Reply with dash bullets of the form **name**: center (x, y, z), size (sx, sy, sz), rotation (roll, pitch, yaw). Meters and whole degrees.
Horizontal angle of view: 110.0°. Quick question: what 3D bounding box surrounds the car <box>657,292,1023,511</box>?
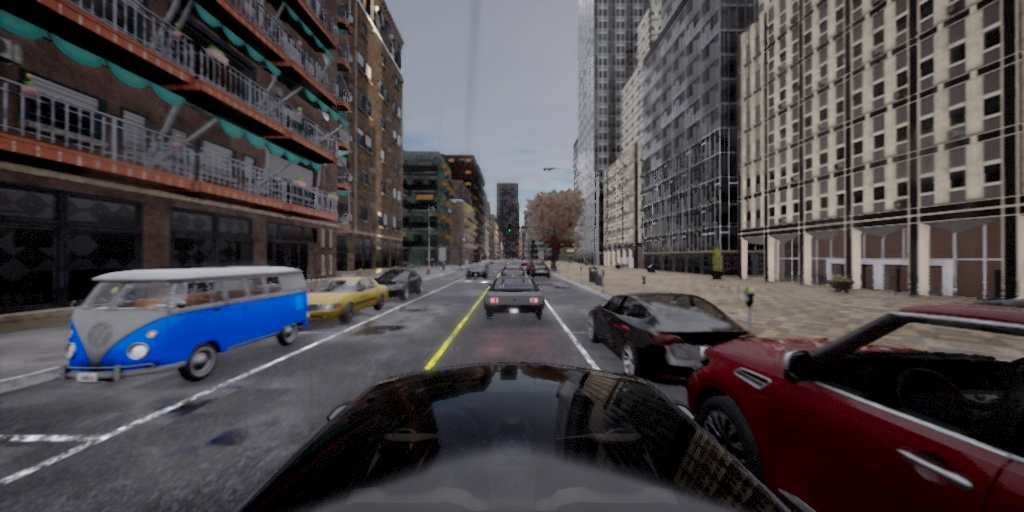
- **car**: center (2.692, 1.064, 1.376), size (2.192, 1.841, 5.009), rotation (0, 0, 0)

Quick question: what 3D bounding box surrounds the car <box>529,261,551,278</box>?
- **car**: center (2.688, 1.416, 34.512), size (1.948, 1.339, 4.313), rotation (0, 0, 0)

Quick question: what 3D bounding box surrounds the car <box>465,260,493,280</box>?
- **car**: center (-3.091, 1.350, 32.975), size (1.837, 1.490, 4.892), rotation (0, 0, 0)

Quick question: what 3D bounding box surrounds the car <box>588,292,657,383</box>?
- **car**: center (2.691, 1.330, 6.898), size (1.948, 1.339, 4.313), rotation (0, 0, 0)

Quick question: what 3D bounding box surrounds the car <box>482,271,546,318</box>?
- **car**: center (0.080, 1.382, 13.059), size (1.895, 1.301, 4.718), rotation (0, 0, 0)

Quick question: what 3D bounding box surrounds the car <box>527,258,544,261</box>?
- **car**: center (2.687, 1.184, 40.035), size (2.192, 1.841, 5.009), rotation (0, 0, 0)

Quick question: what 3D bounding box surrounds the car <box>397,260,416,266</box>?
- **car**: center (-16.440, 1.254, 53.005), size (4.403, 1.370, 2.007), rotation (0, 0, -1)

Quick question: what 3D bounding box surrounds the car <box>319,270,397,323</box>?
- **car**: center (-5.691, 1.305, 12.251), size (1.751, 1.417, 4.829), rotation (0, 0, 0)

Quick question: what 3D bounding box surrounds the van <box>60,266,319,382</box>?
- **van**: center (-5.690, 1.105, 6.898), size (1.690, 1.789, 3.998), rotation (0, 0, 0)

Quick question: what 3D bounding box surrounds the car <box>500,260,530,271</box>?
- **car**: center (0.078, 1.322, 28.915), size (2.128, 1.511, 4.902), rotation (0, 0, 0)

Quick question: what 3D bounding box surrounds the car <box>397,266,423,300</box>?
- **car**: center (-5.691, 1.362, 17.943), size (1.948, 1.339, 4.313), rotation (0, 0, 0)
